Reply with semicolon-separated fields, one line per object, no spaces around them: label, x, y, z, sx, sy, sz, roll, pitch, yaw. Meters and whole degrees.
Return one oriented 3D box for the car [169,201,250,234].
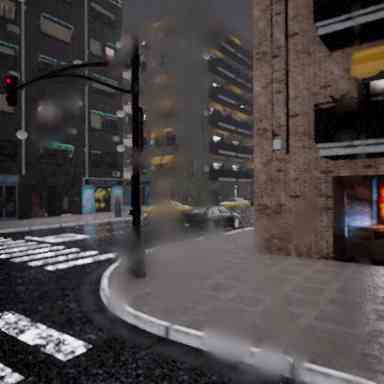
car;1.066;1.402;17.970;2.008;1.369;4.403;0;1;36

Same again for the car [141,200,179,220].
car;-2.099;1.378;27.026;1.752;1.417;4.829;0;1;36

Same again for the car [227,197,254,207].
car;4.562;1.237;36.205;1.752;1.417;4.829;0;1;36

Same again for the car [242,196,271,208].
car;7.993;1.204;40.933;1.947;1.339;4.313;0;1;36
